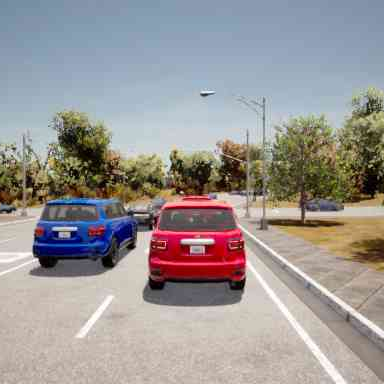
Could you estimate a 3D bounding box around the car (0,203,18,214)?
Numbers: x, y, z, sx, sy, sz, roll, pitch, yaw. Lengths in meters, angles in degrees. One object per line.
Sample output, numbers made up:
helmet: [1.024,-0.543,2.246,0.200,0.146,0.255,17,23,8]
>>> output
car: [-22.992,1.815,38.057,5.357,1.411,2.033,-2,0,3]

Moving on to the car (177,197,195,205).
car: [-1.042,1.638,60.639,1.994,1.385,4.181,0,1,17]

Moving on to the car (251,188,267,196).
car: [17.566,-0.079,85.080,2.150,2.045,5.566,0,3,33]

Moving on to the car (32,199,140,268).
car: [-3.353,1.235,11.514,2.150,2.045,5.566,0,0,1]

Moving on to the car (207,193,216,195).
car: [0.281,1.260,19.603,2.150,2.045,5.566,0,0,1]

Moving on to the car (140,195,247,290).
car: [0.129,1.230,9.235,2.150,2.045,5.566,0,0,0]

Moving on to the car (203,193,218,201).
car: [4.171,1.074,74.675,1.882,1.535,5.008,0,2,23]

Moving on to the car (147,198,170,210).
car: [-4.548,1.649,45.840,1.812,1.442,4.674,0,0,11]

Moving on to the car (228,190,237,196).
car: [11.162,0.301,88.021,1.994,1.385,4.181,0,3,30]

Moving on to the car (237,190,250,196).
car: [14.251,0.262,86.364,2.128,1.511,4.902,0,3,33]

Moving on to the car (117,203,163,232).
car: [-3.168,1.536,21.367,2.128,1.511,4.902,0,0,1]

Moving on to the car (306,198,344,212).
car: [15.736,1.615,39.419,4.181,1.385,1.994,-1,0,4]

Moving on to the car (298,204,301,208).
car: [16.264,1.562,42.894,4.892,1.490,1.837,-1,0,3]
